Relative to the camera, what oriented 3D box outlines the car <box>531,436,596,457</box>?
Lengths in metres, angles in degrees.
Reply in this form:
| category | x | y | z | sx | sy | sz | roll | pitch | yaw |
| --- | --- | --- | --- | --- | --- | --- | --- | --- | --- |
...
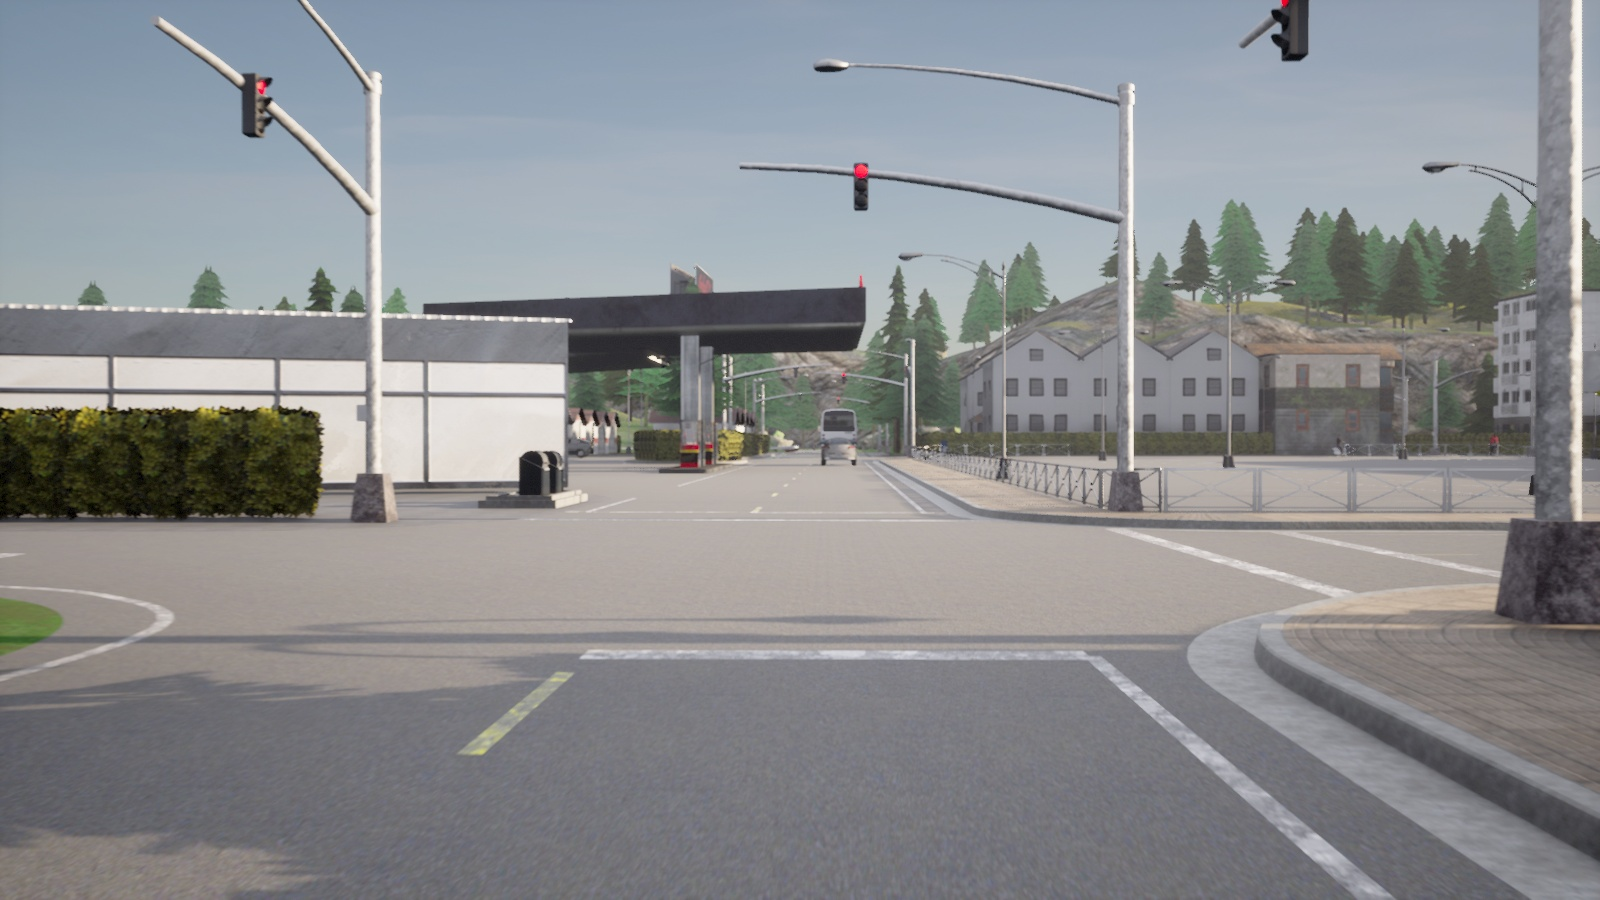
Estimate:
| category | x | y | z | sx | sy | sz | roll | pitch | yaw |
| --- | --- | --- | --- | --- | --- | --- | --- | --- | --- |
| car | -18.115 | -0.293 | 96.350 | 4.514 | 1.525 | 2.007 | 1 | 1 | 2 |

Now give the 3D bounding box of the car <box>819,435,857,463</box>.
| category | x | y | z | sx | sy | sz | roll | pitch | yaw |
| --- | --- | --- | --- | --- | --- | --- | --- | --- | --- |
| car | 2.278 | -0.091 | 75.248 | 2.152 | 1.651 | 5.027 | 0 | 0 | 2 |
